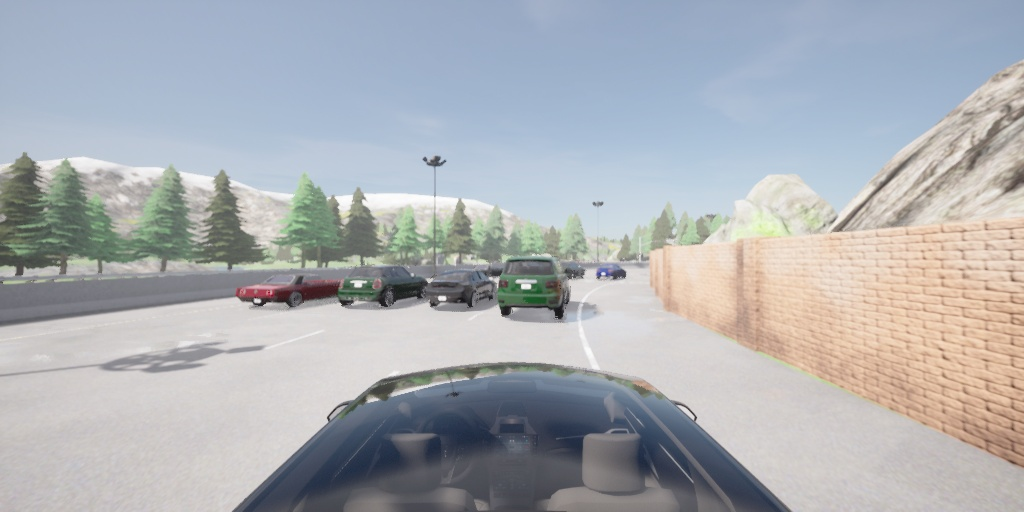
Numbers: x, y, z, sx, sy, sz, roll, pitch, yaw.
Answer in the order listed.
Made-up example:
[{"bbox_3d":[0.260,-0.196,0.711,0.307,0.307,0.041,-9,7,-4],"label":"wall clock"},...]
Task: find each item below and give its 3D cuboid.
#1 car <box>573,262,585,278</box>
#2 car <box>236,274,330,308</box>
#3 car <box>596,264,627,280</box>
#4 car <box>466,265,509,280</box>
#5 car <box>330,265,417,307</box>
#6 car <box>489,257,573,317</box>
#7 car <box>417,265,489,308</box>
[{"bbox_3d":[5.306,1.279,33.851,2.097,1.767,4.553,0,0,31],"label":"car"},{"bbox_3d":[-9.250,1.429,15.842,1.895,1.301,4.718,0,0,12],"label":"car"},{"bbox_3d":[9.379,1.453,33.826,1.812,1.442,4.674,0,-1,32],"label":"car"},{"bbox_3d":[-2.285,1.532,34.732,1.895,1.301,4.718,0,0,28],"label":"car"},{"bbox_3d":[-5.563,1.180,16.127,2.097,1.767,4.553,0,0,13],"label":"car"},{"bbox_3d":[0.996,1.039,13.693,2.150,2.045,5.566,0,0,12],"label":"car"},{"bbox_3d":[-2.065,1.333,15.786,1.837,1.490,4.892,0,0,13],"label":"car"}]
